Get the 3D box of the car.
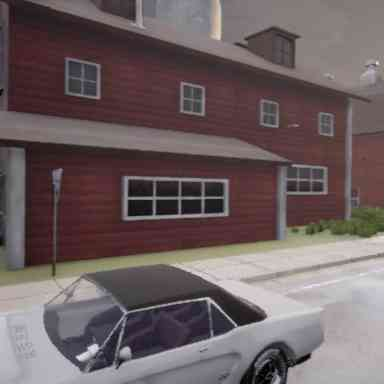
[{"bbox_3d":[-0.823,1.567,3.449,4.718,1.301,1.895,0,0,-33],"label":"car"}]
